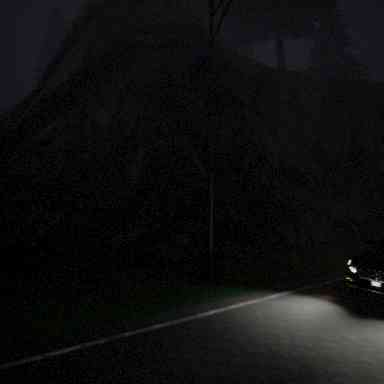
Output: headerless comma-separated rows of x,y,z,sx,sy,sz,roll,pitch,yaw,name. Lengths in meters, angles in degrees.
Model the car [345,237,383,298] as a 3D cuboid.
5.611,1.574,7.925,4.892,1.490,1.837,1,0,-35,car
